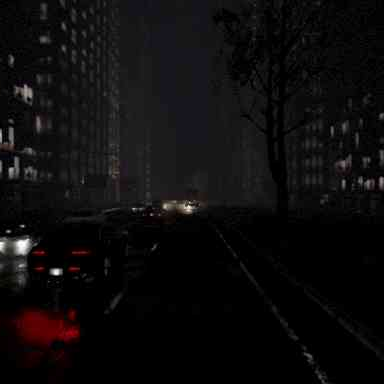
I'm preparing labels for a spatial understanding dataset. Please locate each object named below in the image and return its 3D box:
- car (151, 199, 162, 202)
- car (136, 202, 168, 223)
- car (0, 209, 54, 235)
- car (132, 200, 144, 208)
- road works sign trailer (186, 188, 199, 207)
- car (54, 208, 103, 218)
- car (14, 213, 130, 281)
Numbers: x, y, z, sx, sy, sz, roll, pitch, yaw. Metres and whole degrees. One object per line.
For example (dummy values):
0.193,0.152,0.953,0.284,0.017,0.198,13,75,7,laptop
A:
-6.552,2.151,62.298,1.882,1.535,5.008,0,-1,0,car
-3.165,1.857,28.574,2.033,1.411,5.357,0,-1,0,car
-9.859,1.770,20.531,2.033,1.411,5.357,0,-1,0,car
-9.796,2.213,61.681,2.033,1.411,5.357,0,-1,0,car
0.038,1.106,64.468,2.380,3.560,2.880,2,-3,1,road works sign trailer
-6.609,1.751,20.832,1.812,1.442,4.674,0,-1,0,car
-3.159,1.617,10.167,1.837,1.490,4.892,0,0,0,car
